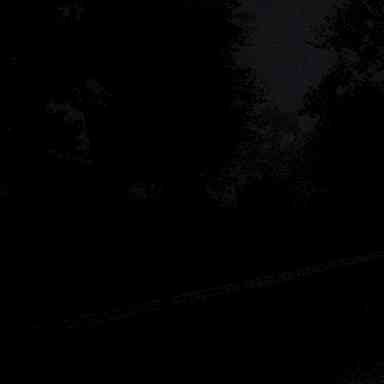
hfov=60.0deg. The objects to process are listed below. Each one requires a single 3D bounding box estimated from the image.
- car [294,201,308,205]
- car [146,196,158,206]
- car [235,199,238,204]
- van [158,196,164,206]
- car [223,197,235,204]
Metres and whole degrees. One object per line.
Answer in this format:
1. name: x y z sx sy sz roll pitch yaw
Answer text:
1. car: 21.253 1.714 70.514 2.435 2.045 5.566 0 0 -36
2. car: -9.229 1.974 64.538 2.185 1.767 4.553 0 0 -36
3. car: 8.919 1.985 77.708 2.097 1.535 5.008 0 0 -36
4. van: -7.044 1.860 66.301 1.878 1.987 4.442 0 0 -36
5. car: 6.762 1.995 75.913 1.946 1.575 5.366 0 0 -36
